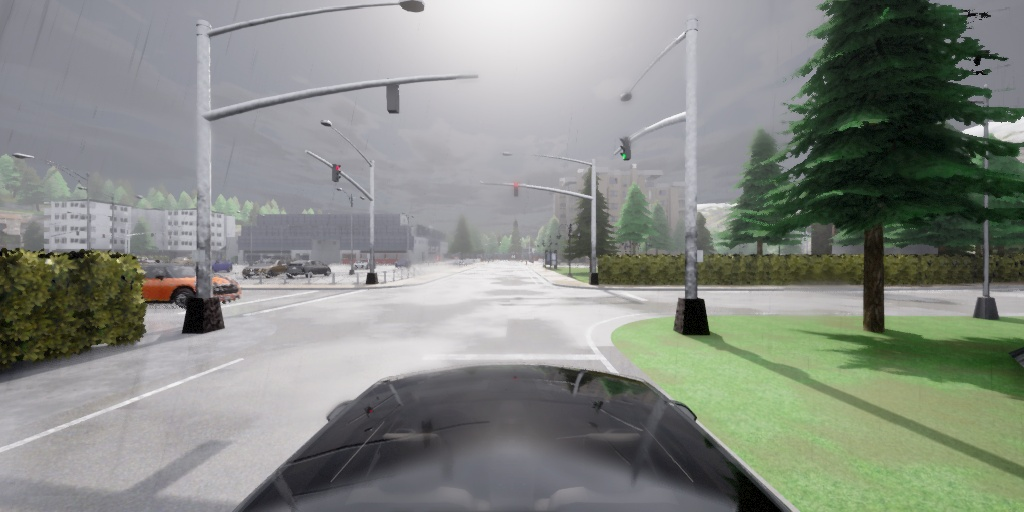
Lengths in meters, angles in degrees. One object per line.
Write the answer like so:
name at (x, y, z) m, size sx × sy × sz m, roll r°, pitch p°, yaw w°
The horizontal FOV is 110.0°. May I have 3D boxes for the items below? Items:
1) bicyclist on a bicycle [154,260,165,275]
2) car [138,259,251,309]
bicyclist on a bicycle at (-21.759, 1.051, 22.176) m, size 0.582 × 1.620 × 1.656 m, roll 0°, pitch 0°, yaw 1°
car at (-13.708, 1.102, 14.533) m, size 4.553 × 1.767 × 2.097 m, roll 0°, pitch 0°, yaw 1°
